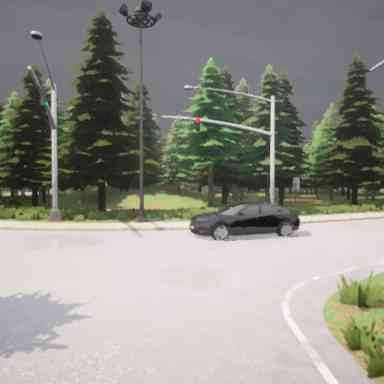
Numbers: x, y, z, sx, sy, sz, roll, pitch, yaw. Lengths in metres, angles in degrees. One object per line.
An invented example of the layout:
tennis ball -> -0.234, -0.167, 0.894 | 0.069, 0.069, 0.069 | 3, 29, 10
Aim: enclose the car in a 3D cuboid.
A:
car -> 2.379, 1.187, 14.695 | 5.008, 1.535, 1.882 | 0, 2, -19
